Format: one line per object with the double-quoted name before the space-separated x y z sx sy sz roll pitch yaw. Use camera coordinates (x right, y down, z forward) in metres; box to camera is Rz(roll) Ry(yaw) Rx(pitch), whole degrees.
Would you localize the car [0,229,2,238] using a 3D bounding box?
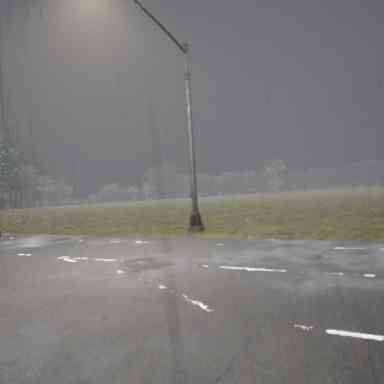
"car" -12.904 2.234 19.027 4.181 1.385 1.994 -3 1 28
